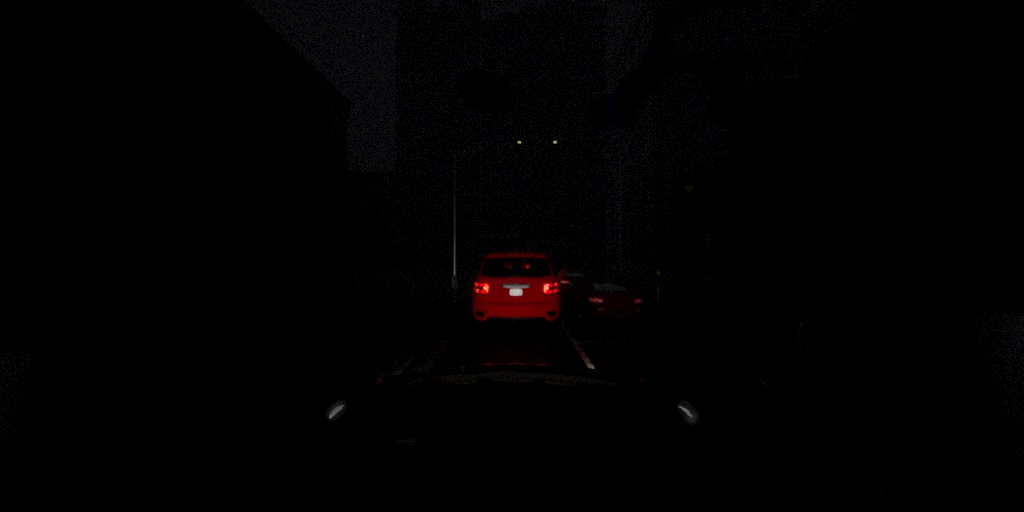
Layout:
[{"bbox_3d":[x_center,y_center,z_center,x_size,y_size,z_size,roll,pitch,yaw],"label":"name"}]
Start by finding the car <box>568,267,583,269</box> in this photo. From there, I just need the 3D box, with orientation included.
[{"bbox_3d":[2.686,1.161,16.375,1.802,1.307,4.207,0,0,0],"label":"car"}]

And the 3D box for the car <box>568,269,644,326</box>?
[{"bbox_3d":[2.667,1.224,10.937,1.802,1.307,4.207,0,0,0],"label":"car"}]

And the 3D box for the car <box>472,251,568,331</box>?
[{"bbox_3d":[0.120,0.867,10.670,2.150,2.045,5.566,0,1,1],"label":"car"}]

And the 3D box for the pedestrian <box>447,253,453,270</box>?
[{"bbox_3d":[-6.701,0.612,38.477,0.375,1.860,0.375,0,0,0],"label":"pedestrian"}]
